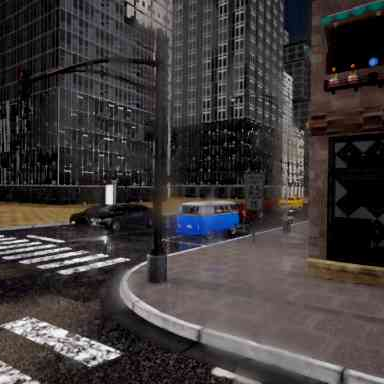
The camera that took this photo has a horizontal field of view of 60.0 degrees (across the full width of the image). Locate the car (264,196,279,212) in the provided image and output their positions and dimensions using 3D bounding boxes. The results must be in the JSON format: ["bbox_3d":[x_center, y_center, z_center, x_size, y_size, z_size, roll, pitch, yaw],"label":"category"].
[{"bbox_3d":[7.165,1.258,35.616,2.097,1.767,4.553,1,1,36],"label":"car"}]

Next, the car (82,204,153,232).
[{"bbox_3d":[-3.940,1.466,20.084,1.812,1.442,4.674,1,1,37],"label":"car"}]

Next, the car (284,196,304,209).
[{"bbox_3d":[13.030,1.369,43.762,1.882,1.535,5.008,1,1,36],"label":"car"}]

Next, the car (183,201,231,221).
[{"bbox_3d":[1.334,1.487,27.483,1.994,1.385,4.181,1,1,35],"label":"car"}]

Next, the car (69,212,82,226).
[{"bbox_3d":[-5.877,1.467,21.833,1.947,1.339,4.313,1,1,36],"label":"car"}]

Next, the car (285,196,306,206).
[{"bbox_3d":[16.534,1.364,53.210,1.752,1.417,4.829,1,1,36],"label":"car"}]

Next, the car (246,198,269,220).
[{"bbox_3d":[3.819,1.449,25.446,1.882,1.535,5.008,1,1,36],"label":"car"}]

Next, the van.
[{"bbox_3d":[0.945,1.368,16.960,1.690,1.788,3.998,1,1,36],"label":"van"}]

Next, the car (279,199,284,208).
[{"bbox_3d":[10.202,1.294,44.342,1.967,1.590,4.097,1,1,36],"label":"car"}]
